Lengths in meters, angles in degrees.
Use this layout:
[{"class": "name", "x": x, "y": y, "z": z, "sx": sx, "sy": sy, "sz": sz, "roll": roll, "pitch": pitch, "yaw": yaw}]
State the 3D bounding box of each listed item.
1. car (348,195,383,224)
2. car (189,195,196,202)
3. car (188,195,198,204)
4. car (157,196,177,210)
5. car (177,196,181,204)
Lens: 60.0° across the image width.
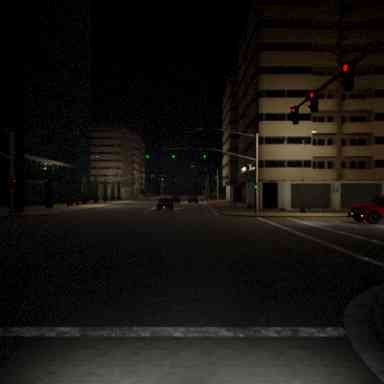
[{"class": "car", "x": 14.469, "y": 1.235, "z": 24.327, "sx": 5.566, "sy": 2.045, "sz": 2.150, "roll": 0, "pitch": 0, "yaw": 0}, {"class": "car", "x": 0.143, "y": 1.545, "z": 80.761, "sx": 1.837, "sy": 1.490, "sz": 4.892, "roll": 0, "pitch": 0, "yaw": 0}, {"class": "car", "x": 0.200, "y": 1.562, "z": 66.181, "sx": 1.812, "sy": 1.442, "sz": 4.674, "roll": 0, "pitch": 0, "yaw": 0}, {"class": "car", "x": -3.325, "y": 1.528, "z": 42.162, "sx": 1.837, "sy": 1.490, "sz": 4.892, "roll": 0, "pitch": 0, "yaw": 0}, {"class": "car", "x": -3.282, "y": 1.515, "z": 66.560, "sx": 1.882, "sy": 1.535, "sz": 5.008, "roll": 0, "pitch": 0, "yaw": 0}]
